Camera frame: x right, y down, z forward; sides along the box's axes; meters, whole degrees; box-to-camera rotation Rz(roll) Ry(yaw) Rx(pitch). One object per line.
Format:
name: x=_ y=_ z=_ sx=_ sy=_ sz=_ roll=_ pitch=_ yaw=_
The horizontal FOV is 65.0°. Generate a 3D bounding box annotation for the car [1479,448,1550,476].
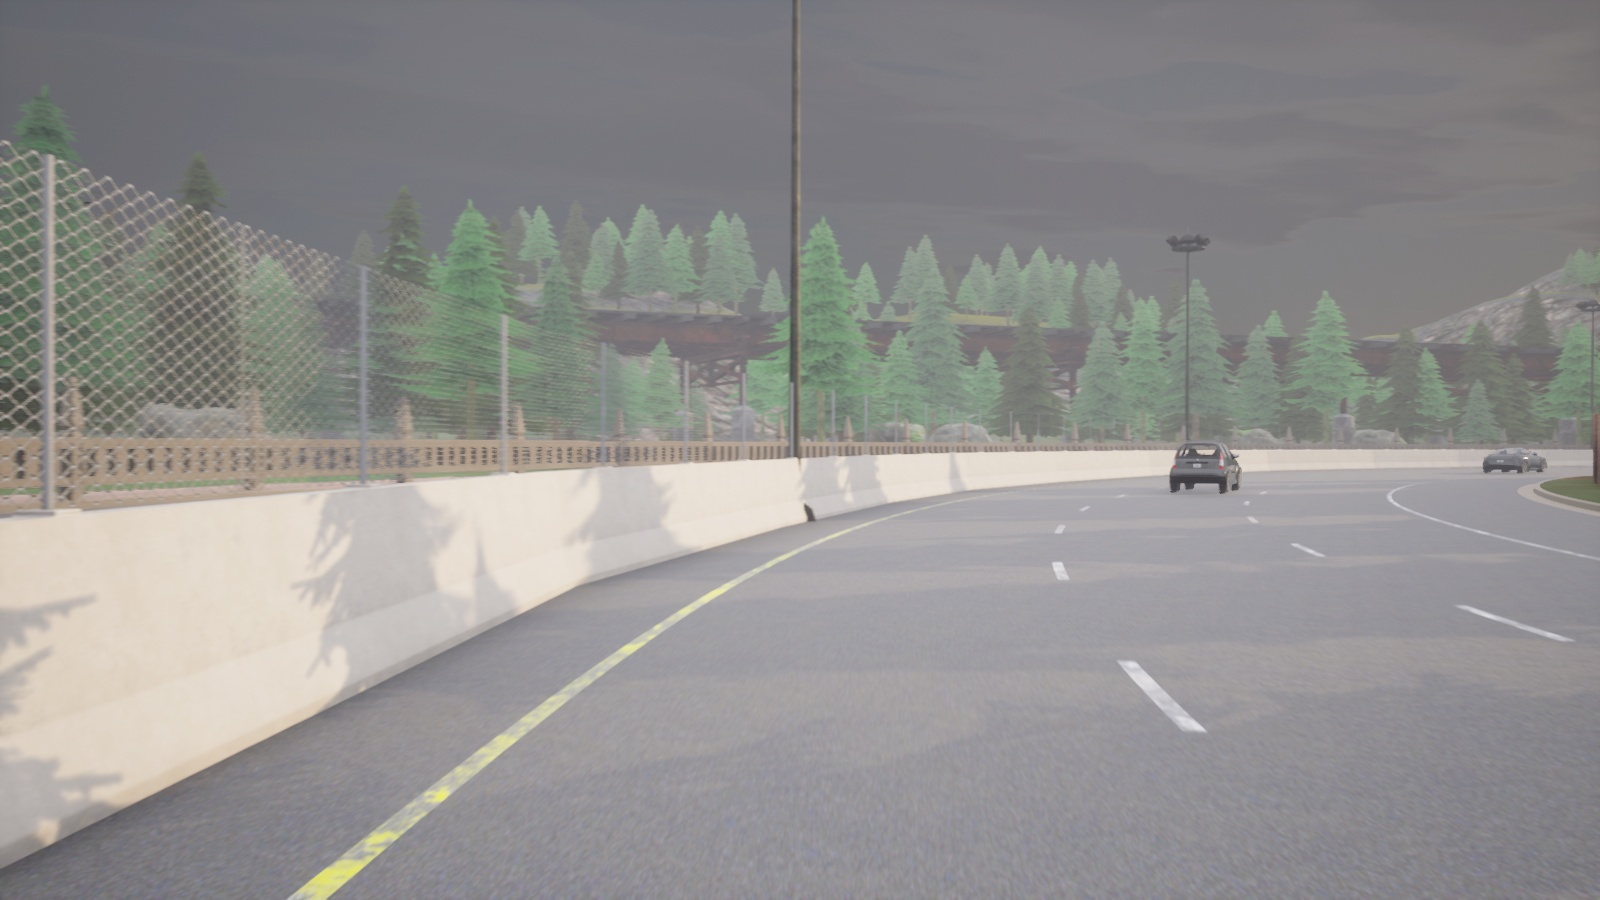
car: x=37.916 y=0.615 z=66.627 sx=4.181 sy=1.385 sz=1.994 roll=0 pitch=0 yaw=-41

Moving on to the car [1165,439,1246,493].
car: x=12.945 y=0.482 z=39.954 sx=1.851 sy=1.617 sz=3.988 roll=0 pitch=0 yaw=26
